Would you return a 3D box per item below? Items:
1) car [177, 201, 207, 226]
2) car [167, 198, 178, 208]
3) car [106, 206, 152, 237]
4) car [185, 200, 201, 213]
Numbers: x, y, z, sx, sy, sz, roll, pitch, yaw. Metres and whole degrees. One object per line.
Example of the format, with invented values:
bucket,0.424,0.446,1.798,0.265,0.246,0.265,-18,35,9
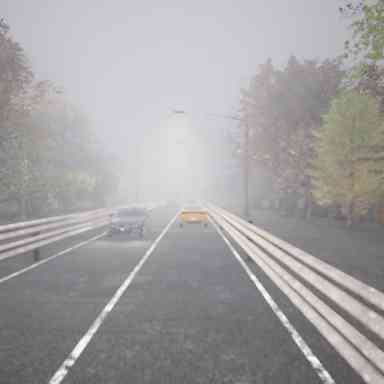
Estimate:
car,0.097,1.607,24.307,1.882,1.535,5.008,0,-1,0
car,-3.305,1.941,59.853,2.097,1.767,4.553,0,-1,0
car,-3.351,1.581,18.457,1.837,1.490,4.892,0,0,0
car,0.095,1.842,42.922,1.882,1.535,5.008,0,-1,0
